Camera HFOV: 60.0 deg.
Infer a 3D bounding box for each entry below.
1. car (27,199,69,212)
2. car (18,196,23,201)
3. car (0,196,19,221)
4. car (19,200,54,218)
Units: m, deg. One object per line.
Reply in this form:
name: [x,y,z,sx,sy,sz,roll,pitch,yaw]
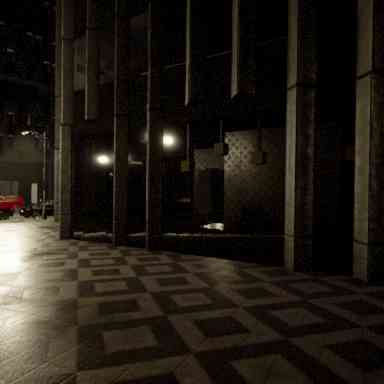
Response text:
car: [-17.565,1.633,40.761,1.947,1.339,4.313,1,0,35]
car: [-20.818,1.353,36.152,2.192,1.841,5.009,1,0,35]
car: [-17.118,1.463,26.616,2.192,1.841,5.009,1,0,35]
car: [-13.865,1.742,31.227,1.947,1.339,4.313,1,0,35]
